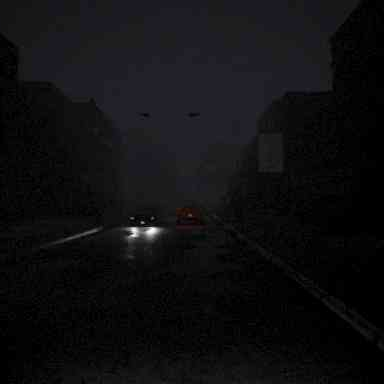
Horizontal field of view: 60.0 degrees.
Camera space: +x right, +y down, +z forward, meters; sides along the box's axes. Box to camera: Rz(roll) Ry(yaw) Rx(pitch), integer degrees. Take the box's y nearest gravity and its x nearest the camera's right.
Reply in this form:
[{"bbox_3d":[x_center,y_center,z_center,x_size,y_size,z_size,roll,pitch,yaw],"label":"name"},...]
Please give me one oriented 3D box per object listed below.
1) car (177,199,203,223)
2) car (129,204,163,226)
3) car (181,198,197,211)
[{"bbox_3d":[-0.159,1.513,25.864,1.882,1.535,5.008,0,0,-1],"label":"car"},{"bbox_3d":[-3.137,1.579,23.962,2.033,1.411,5.357,0,0,1],"label":"car"},{"bbox_3d":[-0.360,1.554,42.257,1.994,1.385,4.181,0,1,-1],"label":"car"}]
